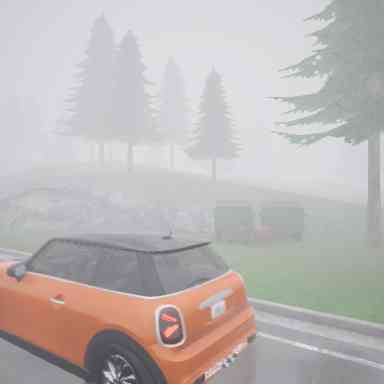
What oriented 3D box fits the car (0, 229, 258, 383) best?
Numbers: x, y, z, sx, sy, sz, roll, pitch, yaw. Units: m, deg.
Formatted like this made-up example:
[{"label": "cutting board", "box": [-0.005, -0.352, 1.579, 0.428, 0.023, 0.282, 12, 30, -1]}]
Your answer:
[{"label": "car", "box": [-1.426, 1.351, 5.010, 4.553, 1.767, 2.097, 0, 0, 36]}]
